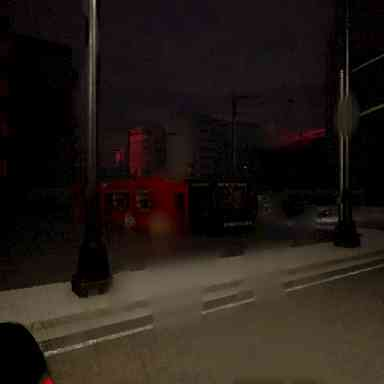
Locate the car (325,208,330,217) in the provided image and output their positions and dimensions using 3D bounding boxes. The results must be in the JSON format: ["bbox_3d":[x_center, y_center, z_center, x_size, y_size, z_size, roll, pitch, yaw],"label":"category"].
[{"bbox_3d":[11.001,1.674,32.304,1.812,1.442,4.674,0,0,-35],"label":"car"}]

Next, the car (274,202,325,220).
[{"bbox_3d":[8.618,1.685,29.642,2.033,1.411,5.357,0,-1,-36],"label":"car"}]

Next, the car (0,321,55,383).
[{"bbox_3d":[-3.000,1.564,1.849,4.181,1.385,1.994,0,0,-35],"label":"car"}]
